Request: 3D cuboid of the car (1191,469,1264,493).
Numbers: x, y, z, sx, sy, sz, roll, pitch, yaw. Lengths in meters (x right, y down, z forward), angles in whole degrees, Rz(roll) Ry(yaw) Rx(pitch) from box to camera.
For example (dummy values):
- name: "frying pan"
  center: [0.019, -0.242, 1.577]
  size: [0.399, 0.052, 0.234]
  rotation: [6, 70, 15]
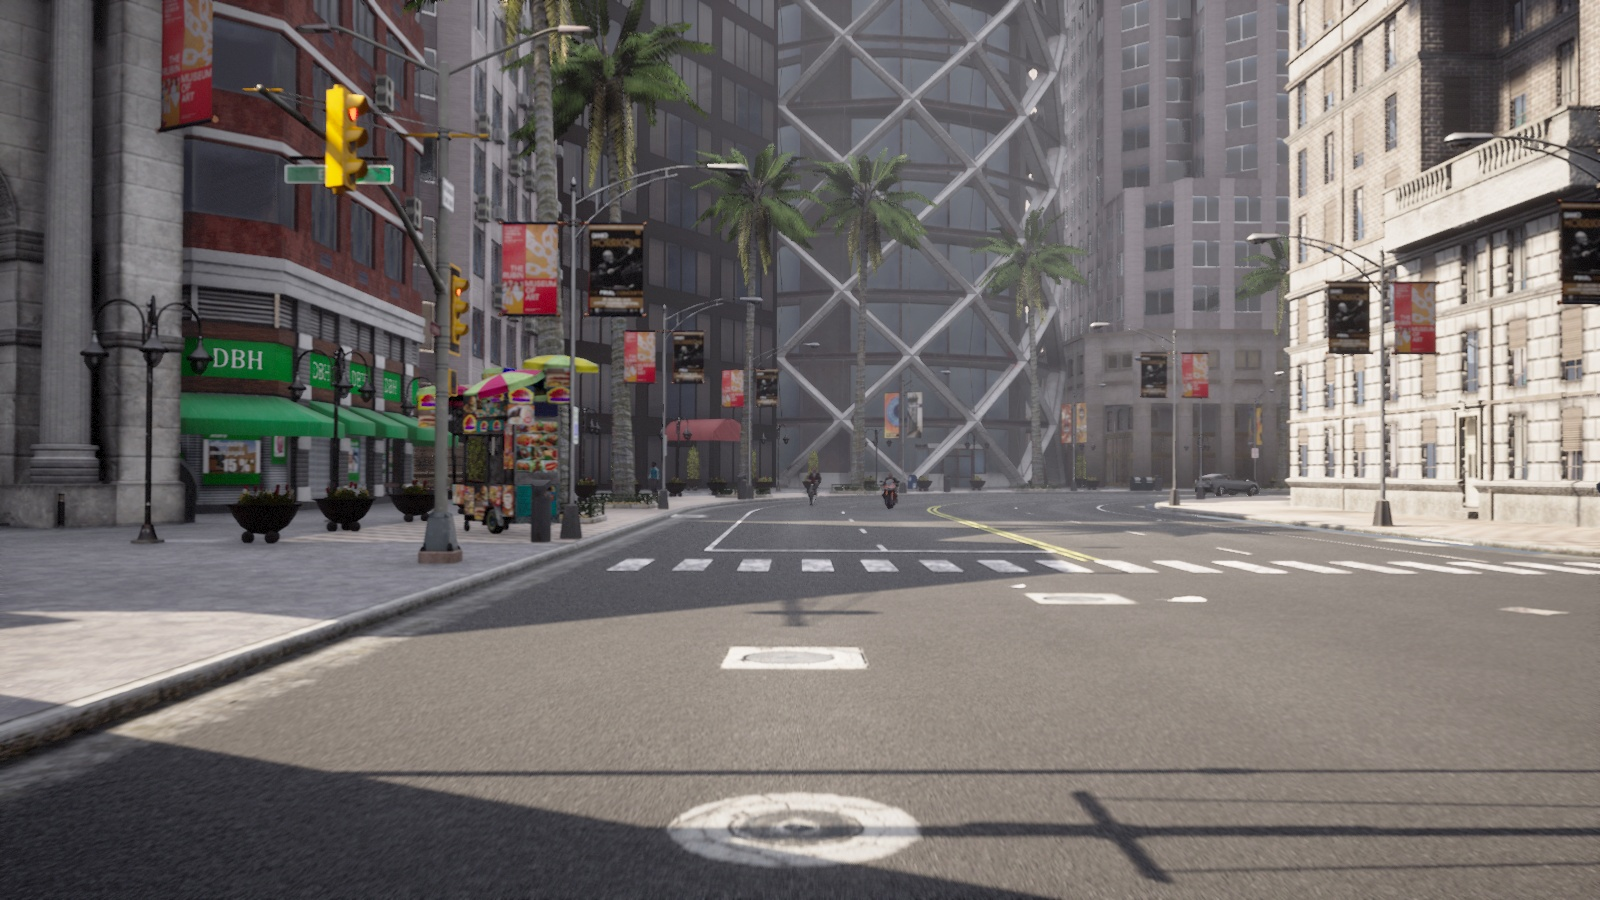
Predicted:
- name: "car"
  center: [28.458, 2.046, 83.525]
  size: [4.514, 1.525, 2.007]
  rotation: [0, -1, -27]

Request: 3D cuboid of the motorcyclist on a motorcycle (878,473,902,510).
- name: "motorcyclist on a motorcycle"
  center: [3.753, 1.709, 52.230]
  size: [0.866, 1.530, 2.191]
  rotation: [0, -1, 8]

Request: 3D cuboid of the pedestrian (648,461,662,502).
- name: "pedestrian"
  center: [-6.959, 1.508, 60.279]
  size: [0.396, 1.930, 0.692]
  rotation: [-1, -1, 21]
